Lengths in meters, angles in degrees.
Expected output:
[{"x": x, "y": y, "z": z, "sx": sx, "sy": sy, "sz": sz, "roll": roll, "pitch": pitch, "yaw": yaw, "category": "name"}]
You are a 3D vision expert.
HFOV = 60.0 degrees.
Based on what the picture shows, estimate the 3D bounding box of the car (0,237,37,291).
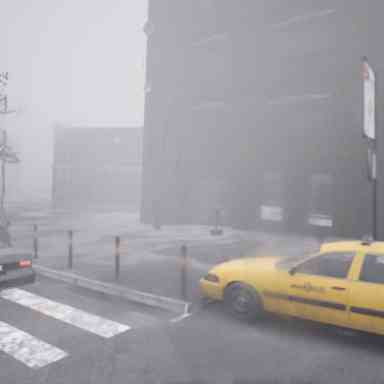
[{"x": -5.953, "y": 1.641, "z": 8.373, "sx": 5.357, "sy": 1.411, "sz": 2.033, "roll": -1, "pitch": -1, "yaw": 39, "category": "car"}]

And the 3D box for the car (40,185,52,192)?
[{"x": -31.963, "y": -0.904, "z": 74.994, "sx": 4.553, "sy": 1.767, "sz": 2.185, "roll": 3, "pitch": 2, "yaw": 24, "category": "car"}]

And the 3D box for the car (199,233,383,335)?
[{"x": 2.646, "y": 1.490, "z": 5.628, "sx": 5.366, "sy": 1.575, "sz": 1.946, "roll": -1, "pitch": 0, "yaw": 35, "category": "car"}]
